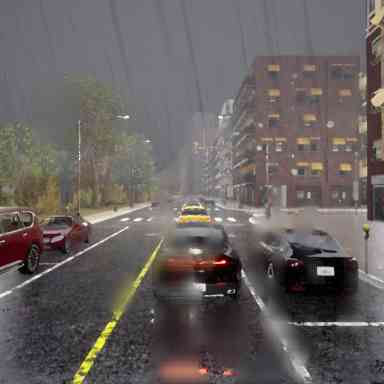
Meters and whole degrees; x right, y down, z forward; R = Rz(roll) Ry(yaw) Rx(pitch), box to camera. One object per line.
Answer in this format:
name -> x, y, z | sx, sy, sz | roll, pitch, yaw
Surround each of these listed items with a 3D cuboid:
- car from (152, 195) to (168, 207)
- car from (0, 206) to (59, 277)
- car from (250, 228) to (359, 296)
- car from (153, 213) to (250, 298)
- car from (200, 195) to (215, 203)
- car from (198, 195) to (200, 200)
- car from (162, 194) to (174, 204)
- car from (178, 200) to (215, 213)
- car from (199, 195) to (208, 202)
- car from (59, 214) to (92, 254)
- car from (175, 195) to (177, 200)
car -> -5.218, 1.568, 51.537 | 1.887, 1.381, 4.507 | 1, 0, 0
car -> -5.292, 1.317, 7.767 | 2.192, 1.841, 5.009 | 1, 0, 0
car -> 2.587, 1.568, 8.510 | 1.947, 1.339, 4.313 | 1, 0, 0
car -> 0.114, 1.507, 8.526 | 1.837, 1.490, 4.892 | 0, 0, 0
car -> 2.664, 1.574, 52.327 | 2.008, 1.369, 4.403 | 1, 0, 0
car -> 2.693, 1.621, 69.376 | 1.802, 1.307, 4.206 | 1, 0, 0
car -> -5.196, 1.348, 62.889 | 2.192, 1.841, 5.009 | 1, 0, 0
car -> 0.132, 1.461, 19.060 | 1.801, 1.575, 5.366 | 0, 0, 0
car -> 2.714, 1.492, 80.743 | 1.967, 1.590, 4.097 | 1, 0, 0
car -> -5.285, 1.585, 13.422 | 1.802, 1.307, 4.206 | 1, 0, 0
car -> -5.159, 1.609, 85.593 | 2.008, 1.369, 4.403 | 1, 0, 0
